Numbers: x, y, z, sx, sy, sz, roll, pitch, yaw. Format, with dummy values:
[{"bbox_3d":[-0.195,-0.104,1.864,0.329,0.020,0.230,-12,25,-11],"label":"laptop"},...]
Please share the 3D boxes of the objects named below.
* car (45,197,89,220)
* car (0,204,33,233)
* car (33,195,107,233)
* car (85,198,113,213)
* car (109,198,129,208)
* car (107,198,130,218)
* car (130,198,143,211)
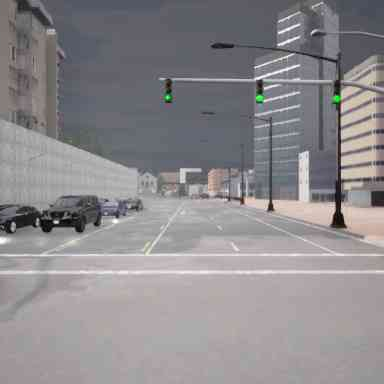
[{"bbox_3d":[-10.621,1.352,28.613,2.097,1.767,4.553,0,0,0],"label":"car"},{"bbox_3d":[-10.615,1.505,19.545,1.837,1.490,4.892,0,0,0],"label":"car"},{"bbox_3d":[-7.111,1.221,20.178,2.150,2.045,5.566,0,0,0],"label":"car"},{"bbox_3d":[-10.623,1.504,38.431,1.837,1.490,4.892,0,0,0],"label":"car"},{"bbox_3d":[-10.592,1.600,48.491,1.895,1.301,4.718,0,0,0],"label":"car"},{"bbox_3d":[-7.121,1.525,29.819,1.812,1.442,4.674,0,0,0],"label":"car"},{"bbox_3d":[-7.121,1.491,40.161,2.128,1.511,4.902,0,0,0],"label":"car"}]
